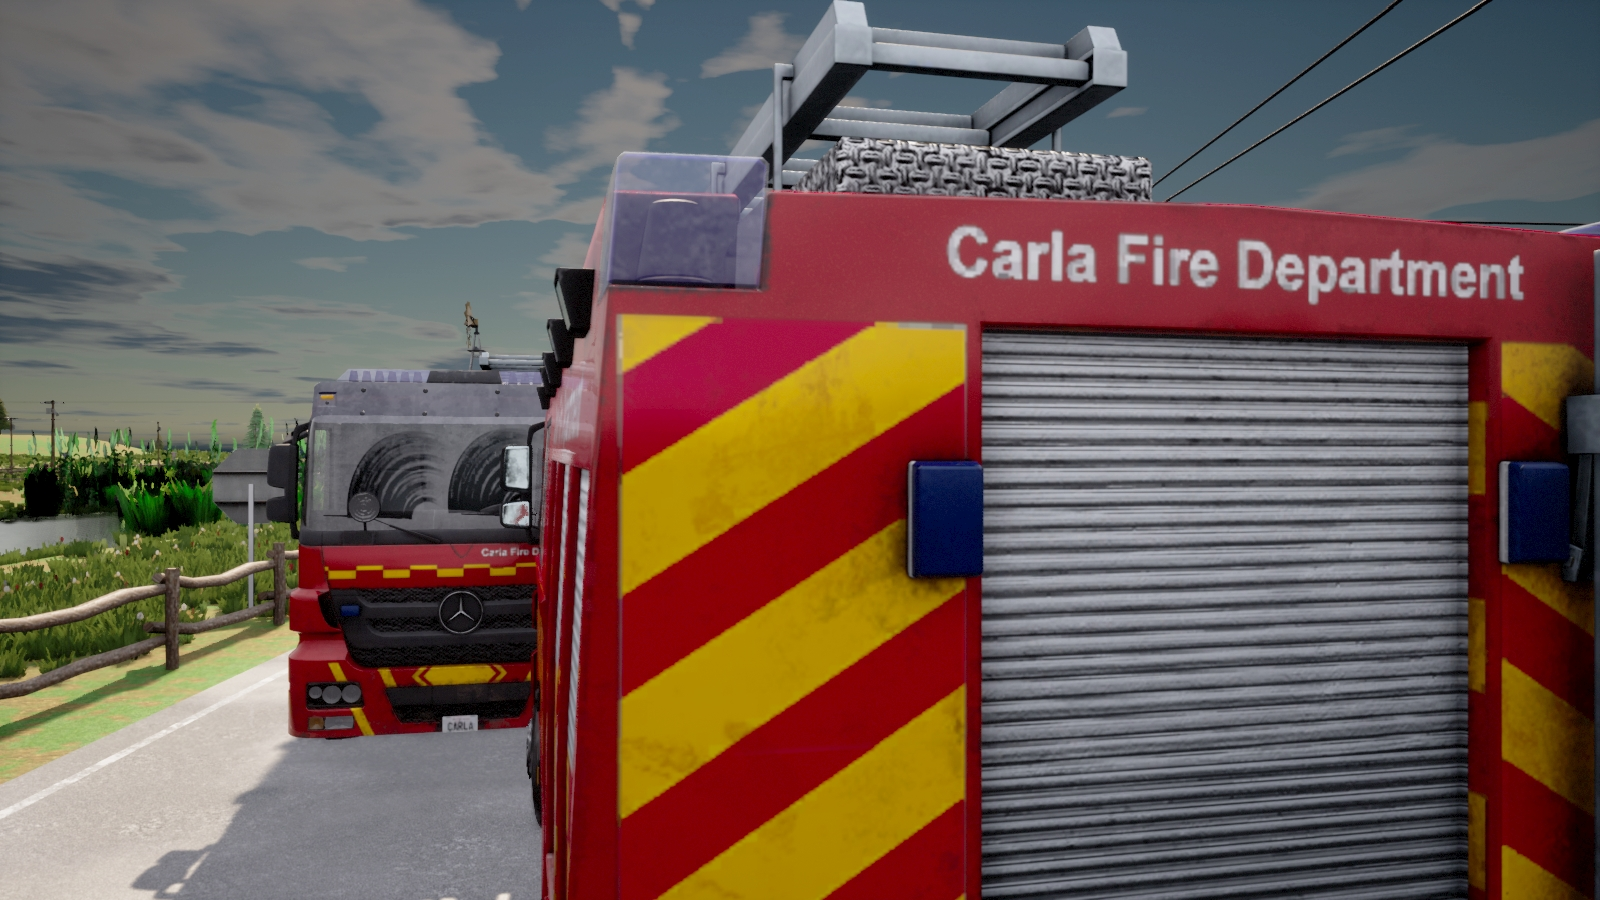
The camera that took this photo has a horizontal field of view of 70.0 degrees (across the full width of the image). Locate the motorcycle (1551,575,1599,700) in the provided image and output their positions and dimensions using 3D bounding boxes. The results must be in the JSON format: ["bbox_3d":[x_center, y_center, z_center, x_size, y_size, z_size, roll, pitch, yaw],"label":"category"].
[{"bbox_3d":[9.811,2.142,13.173,1.805,1.316,0.856,0,0,-7],"label":"motorcycle"}]

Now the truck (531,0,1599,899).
[{"bbox_3d":[-0.113,0.867,6.870,2.891,3.827,8.468,0,0,-13],"label":"truck"}]

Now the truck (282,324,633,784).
[{"bbox_3d":[-3.887,0.862,13.960,2.891,3.827,8.468,0,0,-13],"label":"truck"}]

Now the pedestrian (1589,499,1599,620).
[{"bbox_3d":[12.534,1.694,17.679,0.375,1.860,0.375,0,0,-2],"label":"pedestrian"}]
